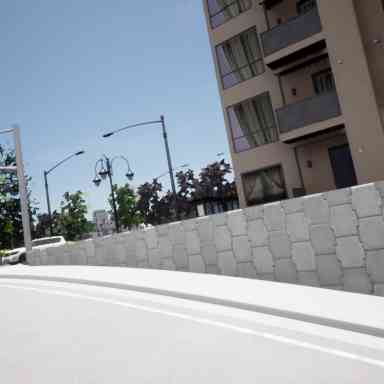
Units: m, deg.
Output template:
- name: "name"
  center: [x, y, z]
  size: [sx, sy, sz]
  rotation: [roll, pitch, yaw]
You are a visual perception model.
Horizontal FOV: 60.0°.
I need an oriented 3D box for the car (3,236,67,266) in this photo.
- name: "car"
  center: [-14.073, 5.316, 30.304]
  size: [2.150, 2.045, 5.566]
  rotation: [-14, -8, 35]
